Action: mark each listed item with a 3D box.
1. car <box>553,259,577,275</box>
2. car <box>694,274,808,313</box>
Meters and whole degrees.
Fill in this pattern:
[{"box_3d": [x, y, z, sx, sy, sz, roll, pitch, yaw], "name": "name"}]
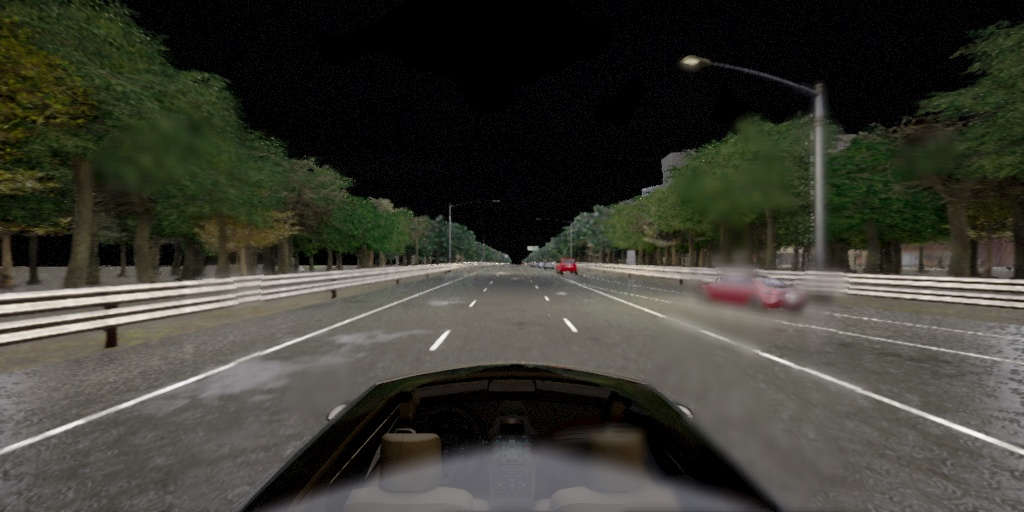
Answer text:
[{"box_3d": [7.006, 1.360, 46.284, 2.150, 2.045, 5.566, 0, -1, 0], "name": "car"}, {"box_3d": [9.632, 1.448, 14.845, 1.994, 1.385, 4.181, 0, 0, -12], "name": "car"}]
